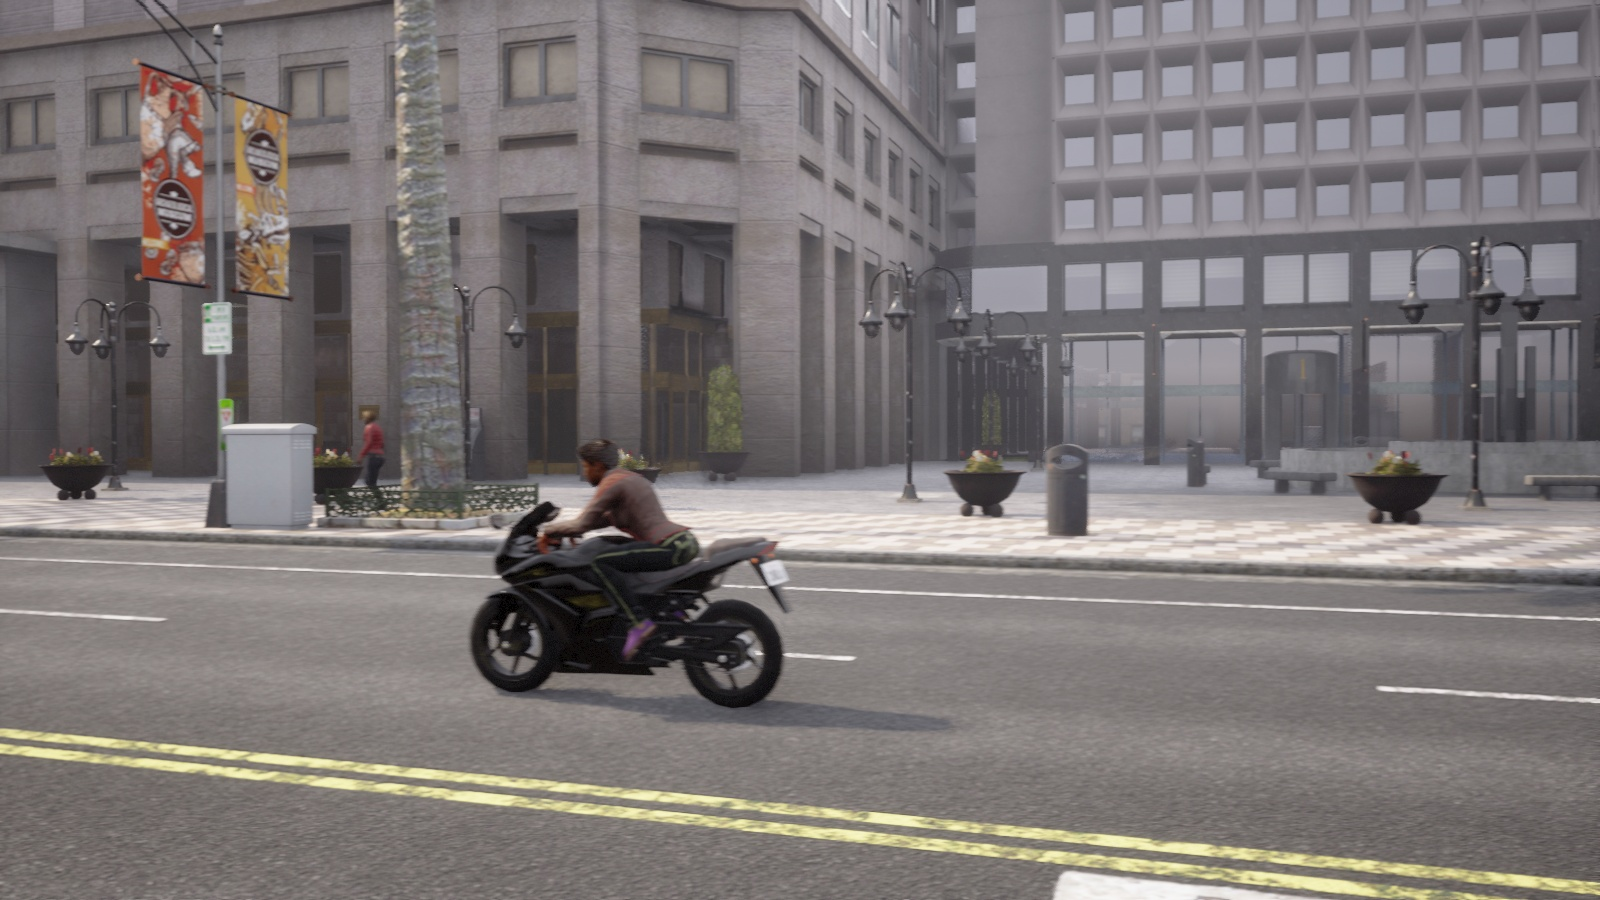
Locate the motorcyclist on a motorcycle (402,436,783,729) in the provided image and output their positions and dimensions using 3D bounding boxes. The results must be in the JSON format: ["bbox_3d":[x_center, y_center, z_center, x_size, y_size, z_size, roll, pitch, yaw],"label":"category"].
[{"bbox_3d":[-1.196,0.687,7.284,2.044,1.523,0.797,1,1,19],"label":"motorcyclist on a motorcycle"}]

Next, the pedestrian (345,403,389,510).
[{"bbox_3d":[-7.547,0.104,21.891,0.636,1.846,0.331,0,1,6],"label":"pedestrian"}]
